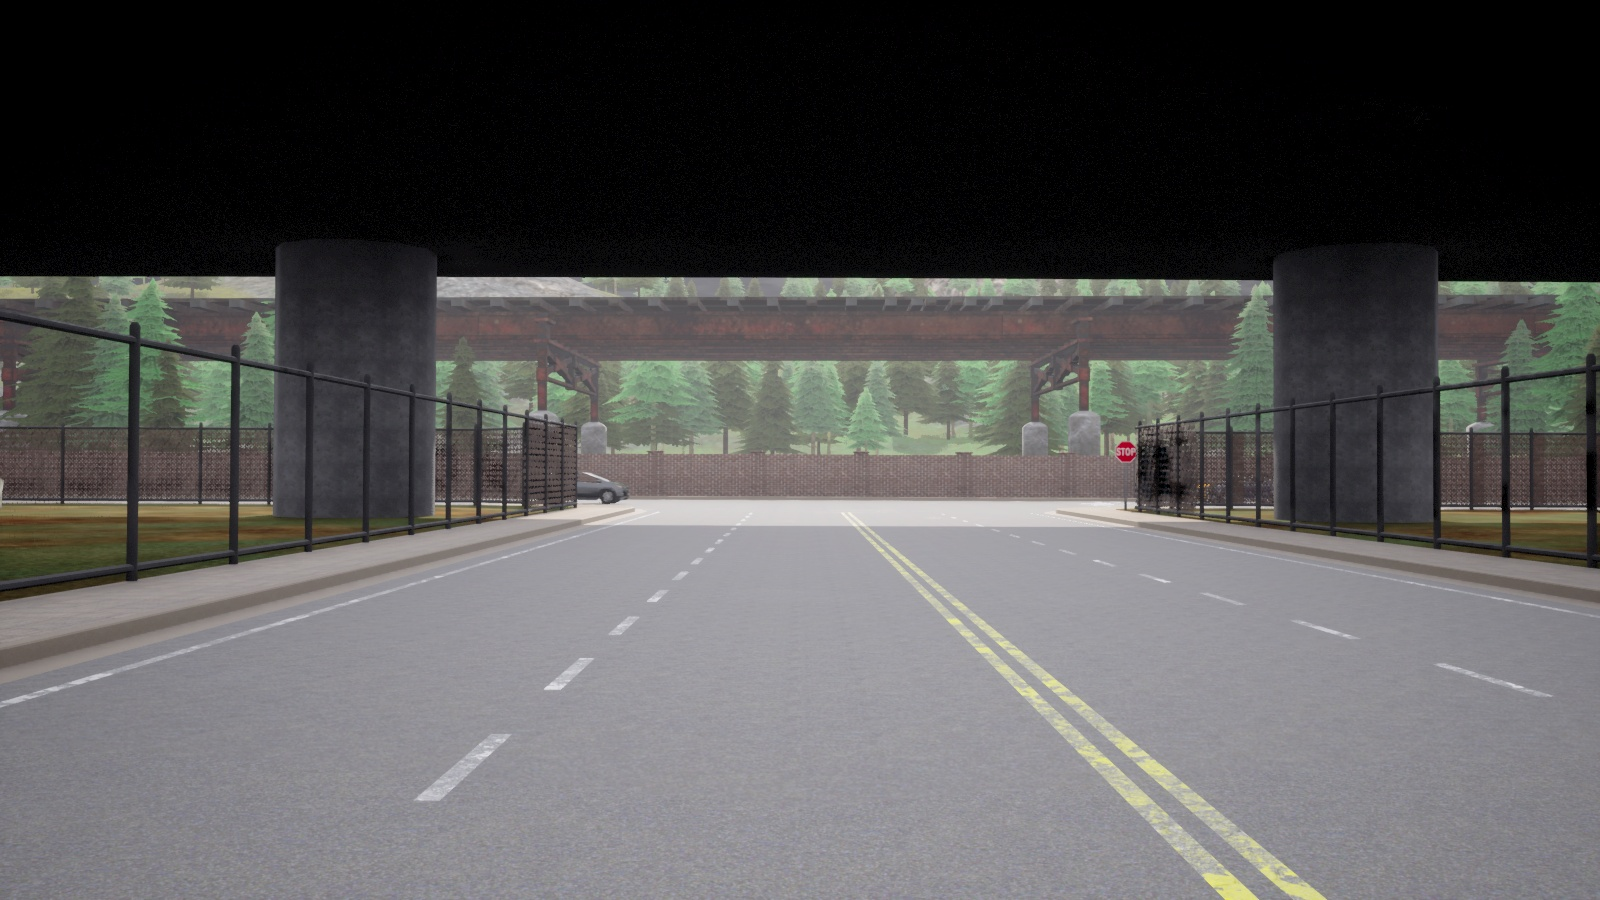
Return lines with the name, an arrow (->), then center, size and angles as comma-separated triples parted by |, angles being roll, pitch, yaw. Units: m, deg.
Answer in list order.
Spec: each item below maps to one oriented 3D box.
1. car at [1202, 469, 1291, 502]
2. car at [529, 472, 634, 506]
car -> 21.721, 1.731, 61.164 | 3.705, 1.549, 1.789 | 0, -1, 1
car -> -10.082, 1.775, 58.104 | 4.514, 1.525, 2.007 | 0, -1, 0
